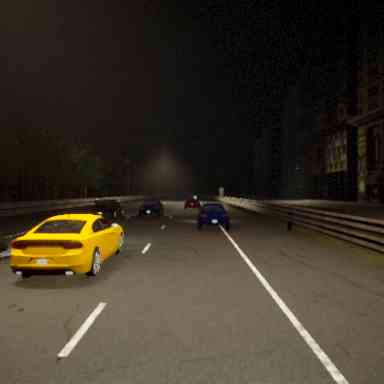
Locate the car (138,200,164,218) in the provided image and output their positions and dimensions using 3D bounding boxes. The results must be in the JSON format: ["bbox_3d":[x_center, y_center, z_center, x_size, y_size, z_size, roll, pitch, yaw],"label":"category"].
[{"bbox_3d":[-3.393,1.379,28.235,1.812,1.442,4.674,0,0,0],"label":"car"}]

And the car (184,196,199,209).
[{"bbox_3d":[0.040,1.423,41.455,1.994,1.385,4.181,0,0,0],"label":"car"}]

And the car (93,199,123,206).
[{"bbox_3d":[-6.891,1.359,27.339,1.837,1.490,4.892,0,0,0],"label":"car"}]

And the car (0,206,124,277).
[{"bbox_3d":[-3.399,1.404,10.019,1.882,1.535,5.008,0,0,0],"label":"car"}]

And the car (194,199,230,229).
[{"bbox_3d":[1.231,1.398,20.226,1.812,1.442,4.674,0,0,0],"label":"car"}]

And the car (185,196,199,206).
[{"bbox_3d":[0.016,1.360,53.859,2.128,1.511,4.902,0,0,0],"label":"car"}]
